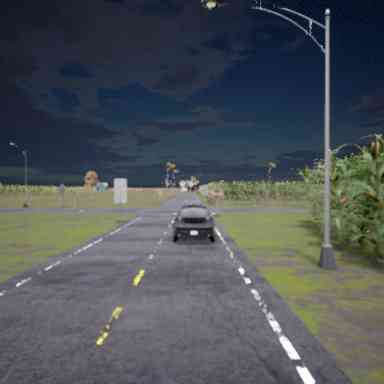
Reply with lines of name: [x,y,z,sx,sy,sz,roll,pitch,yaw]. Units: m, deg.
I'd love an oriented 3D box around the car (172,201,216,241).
car: [0.094,1.401,16.059,1.837,1.490,4.892,0,1,0]
